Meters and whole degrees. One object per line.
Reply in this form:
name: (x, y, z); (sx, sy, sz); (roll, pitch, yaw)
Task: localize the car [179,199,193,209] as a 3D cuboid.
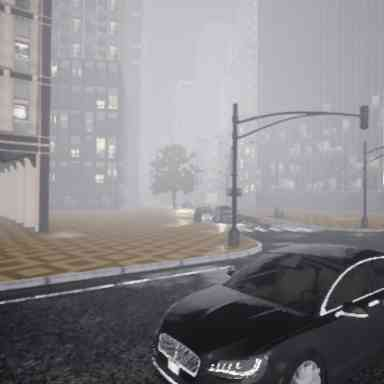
car: (-0.822, 2.511, 63.630); (1.812, 1.442, 4.674); (1, -1, -7)

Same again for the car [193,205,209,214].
car: (1.737, 2.259, 42.434); (1.895, 1.301, 4.718); (1, -1, -7)

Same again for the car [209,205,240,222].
car: (3.139, 1.995, 31.180); (1.837, 1.490, 4.892); (1, -1, -7)

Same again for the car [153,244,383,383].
car: (1.782, 1.596, 4.860); (4.892, 1.490, 1.837); (1, 0, -36)
